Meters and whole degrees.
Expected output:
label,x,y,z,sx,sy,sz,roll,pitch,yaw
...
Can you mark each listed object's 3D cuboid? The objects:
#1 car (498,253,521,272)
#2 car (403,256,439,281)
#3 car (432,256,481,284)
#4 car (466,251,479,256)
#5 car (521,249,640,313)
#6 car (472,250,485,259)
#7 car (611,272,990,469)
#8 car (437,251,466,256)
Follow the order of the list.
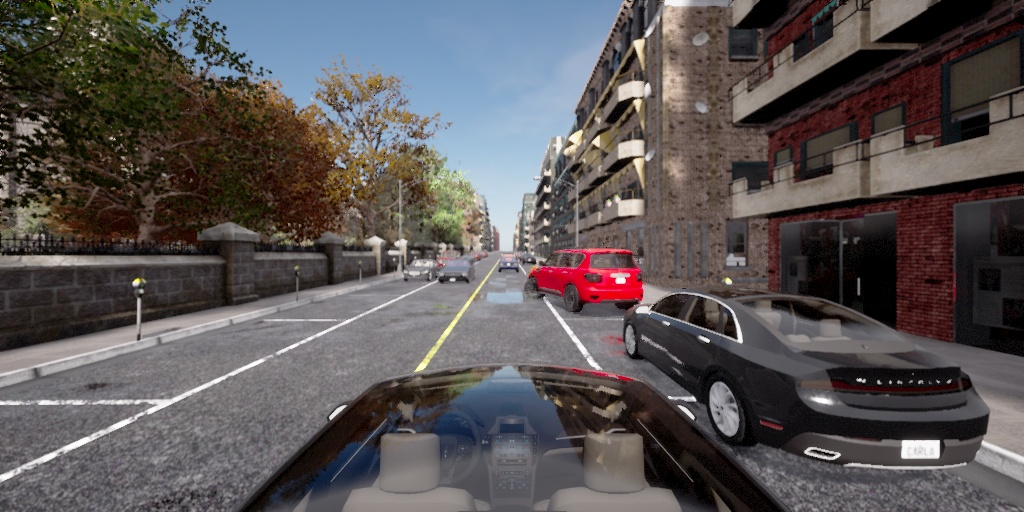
label,x,y,z,sx,sy,sz,roll,pitch,yaw
car,-0.308,0.712,32.885,2.033,1.411,5.357,0,1,-1
car,-5.970,0.883,23.960,2.007,1.370,4.403,0,0,-1
car,-3.366,0.902,22.769,2.033,1.411,5.357,0,1,-1
car,-6.321,0.380,51.570,1.948,1.339,4.313,0,0,-1
car,2.383,0.758,13.142,2.150,2.045,5.566,0,1,-18
car,-6.462,-0.079,62.614,2.192,1.841,5.009,0,0,-1
car,3.104,1.189,5.169,1.837,1.490,4.892,0,1,-1
car,-6.110,0.440,35.004,2.192,1.841,5.009,0,0,-1
